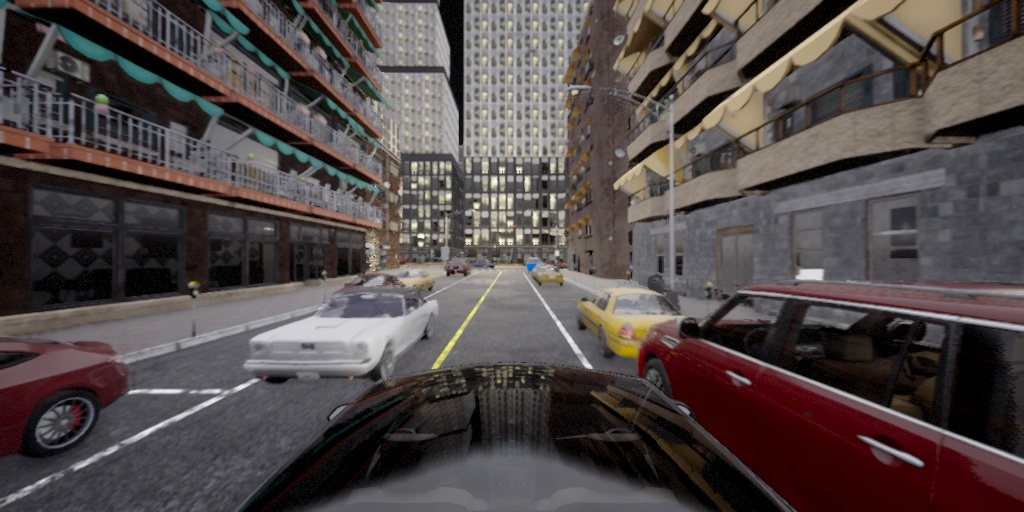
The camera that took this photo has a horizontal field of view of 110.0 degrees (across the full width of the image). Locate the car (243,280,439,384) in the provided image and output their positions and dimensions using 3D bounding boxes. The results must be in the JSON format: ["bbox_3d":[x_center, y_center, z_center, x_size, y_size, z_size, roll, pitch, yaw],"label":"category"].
[{"bbox_3d":[-2.843,1.351,7.189,1.895,1.301,4.718,0,0,0],"label":"car"}]

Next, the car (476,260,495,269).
[{"bbox_3d":[-4.750,1.291,57.085,4.181,1.385,1.994,0,0,34],"label":"car"}]

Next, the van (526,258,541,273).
[{"bbox_3d":[2.566,1.104,41.956,1.690,1.789,3.998,0,0,0],"label":"van"}]

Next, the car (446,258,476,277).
[{"bbox_3d":[-5.314,1.074,36.317,2.192,1.841,5.009,0,0,0],"label":"car"}]

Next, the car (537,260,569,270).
[{"bbox_3d":[6.471,1.386,56.282,4.674,1.442,1.812,1,0,-11],"label":"car"}]

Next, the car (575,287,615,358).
[{"bbox_3d":[2.565,1.276,8.284,1.751,1.417,4.829,0,0,0],"label":"car"}]

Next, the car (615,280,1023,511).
[{"bbox_3d":[2.565,1.065,2.474,2.192,1.841,5.009,0,0,0],"label":"car"}]

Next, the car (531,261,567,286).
[{"bbox_3d":[2.566,1.280,25.205,1.751,1.417,4.829,0,0,0],"label":"car"}]

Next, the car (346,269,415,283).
[{"bbox_3d":[-5.315,1.333,13.755,1.802,1.307,4.207,0,0,0],"label":"car"}]

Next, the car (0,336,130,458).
[{"bbox_3d":[-5.315,1.332,2.474,1.802,1.307,4.207,0,0,0],"label":"car"}]

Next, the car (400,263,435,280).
[{"bbox_3d":[-5.314,1.278,19.225,1.751,1.417,4.829,0,0,0],"label":"car"}]

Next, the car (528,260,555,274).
[{"bbox_3d":[2.566,1.282,30.845,1.751,1.417,4.829,0,0,0],"label":"car"}]

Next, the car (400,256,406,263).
[{"bbox_3d":[-20.882,0.875,61.918,5.009,1.841,2.192,0,0,0],"label":"car"}]
